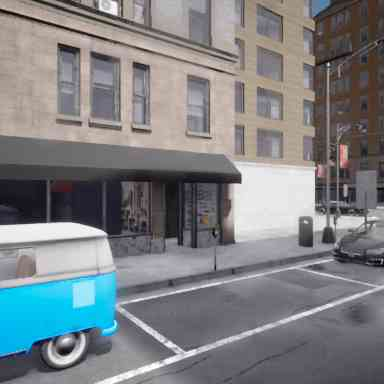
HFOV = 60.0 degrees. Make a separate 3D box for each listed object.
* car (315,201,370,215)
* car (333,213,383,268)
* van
[{"bbox_3d":[13.814,1.523,30.933,1.895,1.301,4.718,0,0,-35],"label":"car"},{"bbox_3d":[6.278,1.550,10.666,4.403,1.369,2.008,0,0,-35],"label":"car"},{"bbox_3d":[-2.942,1.341,4.092,3.998,1.788,1.690,0,0,-35],"label":"van"}]
